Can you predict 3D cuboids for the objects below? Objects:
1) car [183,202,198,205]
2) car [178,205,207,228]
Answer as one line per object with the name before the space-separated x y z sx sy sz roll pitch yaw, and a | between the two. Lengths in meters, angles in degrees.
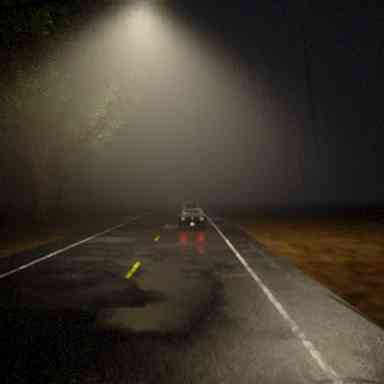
car | -0.188 1.947 41.257 1.994 1.385 4.181 0 -1 -1
car | 0.006 1.818 23.849 1.895 1.301 4.718 0 -1 0
